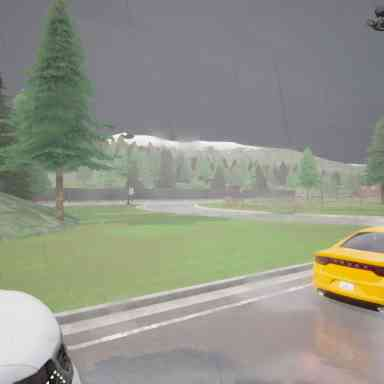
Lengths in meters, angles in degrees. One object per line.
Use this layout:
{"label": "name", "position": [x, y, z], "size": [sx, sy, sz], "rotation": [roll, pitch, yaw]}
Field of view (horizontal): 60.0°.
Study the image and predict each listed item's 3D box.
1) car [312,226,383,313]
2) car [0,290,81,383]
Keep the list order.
{"label": "car", "position": [4.700, 1.478, 7.206], "size": [5.008, 1.535, 1.882], "rotation": [0, 0, -35]}
{"label": "car", "position": [-3.344, 1.222, 1.363], "size": [5.566, 2.045, 2.150], "rotation": [0, 0, -35]}
